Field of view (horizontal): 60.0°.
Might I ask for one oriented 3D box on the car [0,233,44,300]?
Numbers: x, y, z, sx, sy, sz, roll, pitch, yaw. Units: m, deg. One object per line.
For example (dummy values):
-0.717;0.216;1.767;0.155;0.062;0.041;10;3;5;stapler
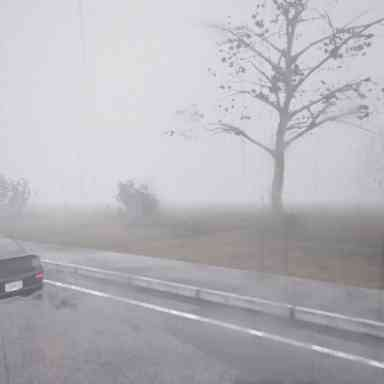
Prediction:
-5.129;1.521;7.208;4.674;1.442;1.812;0;0;33;car
